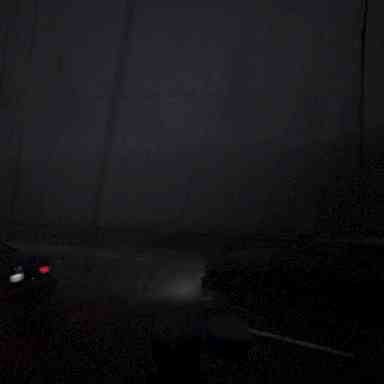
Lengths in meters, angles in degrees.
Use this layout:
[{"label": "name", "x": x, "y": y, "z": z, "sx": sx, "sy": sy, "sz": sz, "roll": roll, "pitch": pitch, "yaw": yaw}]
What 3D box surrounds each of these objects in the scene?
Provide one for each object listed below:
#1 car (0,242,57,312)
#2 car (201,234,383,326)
[{"label": "car", "x": -5.245, "y": 1.462, "z": 6.534, "sx": 5.357, "sy": 1.411, "sz": 2.033, "roll": 1, "pitch": 0, "yaw": 23}, {"label": "car", "x": 2.840, "y": 1.518, "z": 6.124, "sx": 5.357, "sy": 1.411, "sz": 2.033, "roll": 1, "pitch": 0, "yaw": 33}]
